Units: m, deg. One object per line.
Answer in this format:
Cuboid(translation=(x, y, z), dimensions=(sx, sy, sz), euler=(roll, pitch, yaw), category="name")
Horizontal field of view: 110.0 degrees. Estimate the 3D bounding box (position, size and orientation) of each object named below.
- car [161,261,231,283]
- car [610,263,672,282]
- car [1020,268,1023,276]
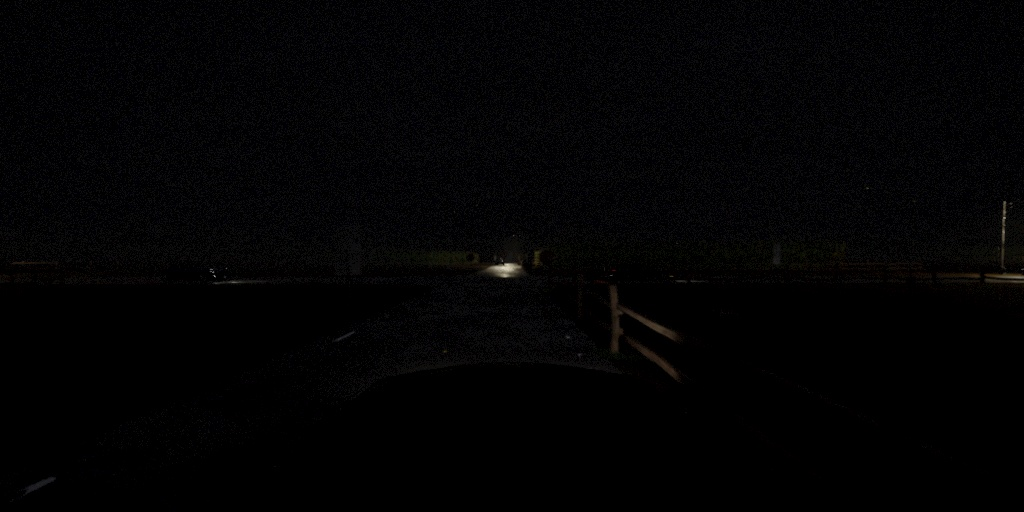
Cuboid(translation=(-25.875, 1.183, 29.497), dimensions=(4.553, 1.767, 2.097), euler=(-1, 1, 0), category="car")
Cuboid(translation=(10.590, 1.327, 29.549), dimensions=(4.892, 1.490, 1.837), euler=(0, 2, 0), category="car")
Cuboid(translation=(49.095, 1.213, 32.345), dimensions=(4.674, 1.442, 1.812), euler=(0, 1, 0), category="car")
